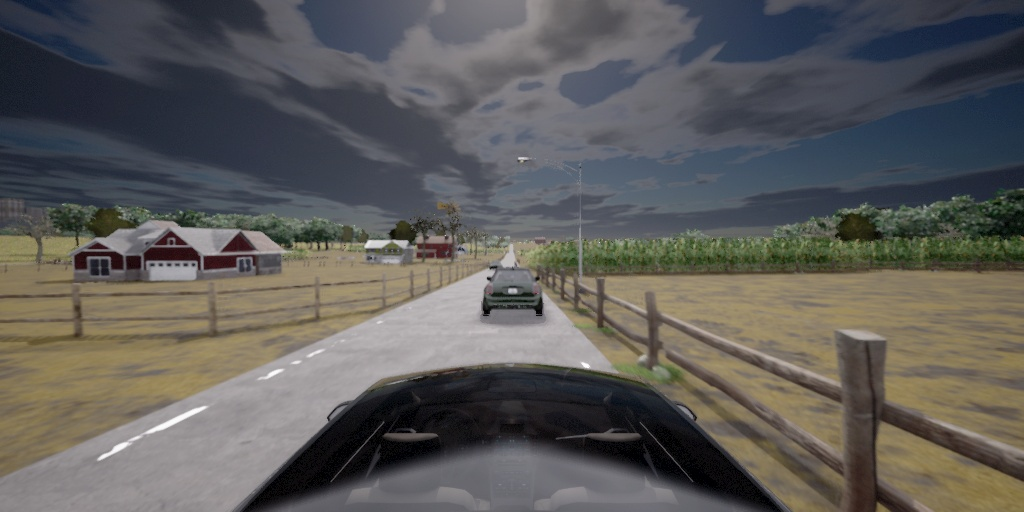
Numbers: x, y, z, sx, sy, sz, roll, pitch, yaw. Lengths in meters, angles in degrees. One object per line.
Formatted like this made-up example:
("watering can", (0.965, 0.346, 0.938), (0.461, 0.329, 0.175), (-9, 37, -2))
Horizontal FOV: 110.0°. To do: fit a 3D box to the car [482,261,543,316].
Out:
("car", (0.046, 1.197, 14.089), (2.097, 1.767, 4.553), (0, 0, 1))
